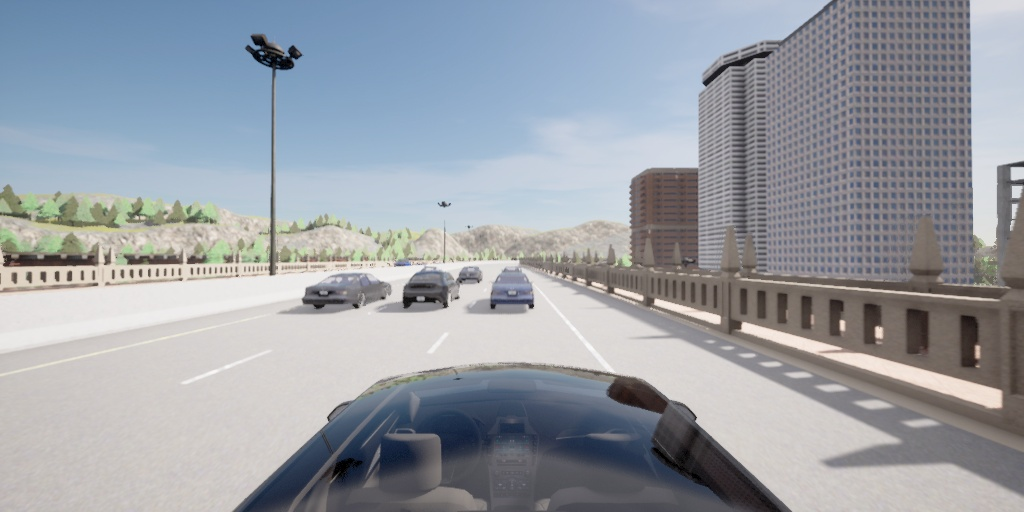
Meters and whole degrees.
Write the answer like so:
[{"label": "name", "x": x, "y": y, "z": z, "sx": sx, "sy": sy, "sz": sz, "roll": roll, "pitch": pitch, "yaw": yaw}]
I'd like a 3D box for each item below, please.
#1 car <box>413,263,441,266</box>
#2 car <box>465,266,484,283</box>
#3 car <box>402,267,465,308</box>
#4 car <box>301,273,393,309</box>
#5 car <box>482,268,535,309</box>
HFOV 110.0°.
[{"label": "car", "x": -7.041, "y": 1.599, "z": 31.217, "sx": 1.994, "sy": 1.385, "sz": 4.181, "roll": 0, "pitch": -1, "yaw": -1}, {"label": "car", "x": -3.538, "y": 1.579, "z": 30.955, "sx": 2.033, "sy": 1.411, "sz": 5.357, "roll": 0, "pitch": -1, "yaw": -1}, {"label": "car", "x": -3.487, "y": 1.397, "z": 16.143, "sx": 1.837, "sy": 1.490, "sz": 4.892, "roll": 0, "pitch": 0, "yaw": 0}, {"label": "car", "x": -6.989, "y": 1.433, "z": 15.827, "sx": 2.033, "sy": 1.411, "sz": 5.357, "roll": 0, "pitch": -1, "yaw": 0}, {"label": "car", "x": 0.011, "y": 1.433, "z": 15.822, "sx": 2.033, "sy": 1.411, "sz": 5.357, "roll": 0, "pitch": -1, "yaw": 0}]
